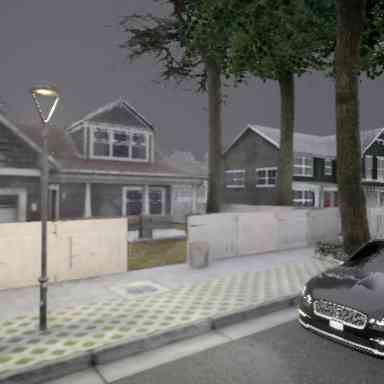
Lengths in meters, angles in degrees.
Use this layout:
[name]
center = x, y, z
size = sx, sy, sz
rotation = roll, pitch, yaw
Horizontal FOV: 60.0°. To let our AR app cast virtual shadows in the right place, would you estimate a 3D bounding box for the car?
[car]
center = 3.897, 1.538, 5.784
size = 4.892, 1.490, 1.837
rotation = 1, -1, -35
